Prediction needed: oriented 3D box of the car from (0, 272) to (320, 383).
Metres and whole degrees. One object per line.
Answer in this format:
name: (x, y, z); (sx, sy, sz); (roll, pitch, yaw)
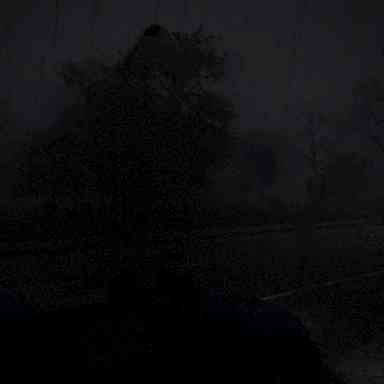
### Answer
car: (-0.824, 1.518, 3.023); (4.674, 1.442, 1.812); (0, 0, -35)
